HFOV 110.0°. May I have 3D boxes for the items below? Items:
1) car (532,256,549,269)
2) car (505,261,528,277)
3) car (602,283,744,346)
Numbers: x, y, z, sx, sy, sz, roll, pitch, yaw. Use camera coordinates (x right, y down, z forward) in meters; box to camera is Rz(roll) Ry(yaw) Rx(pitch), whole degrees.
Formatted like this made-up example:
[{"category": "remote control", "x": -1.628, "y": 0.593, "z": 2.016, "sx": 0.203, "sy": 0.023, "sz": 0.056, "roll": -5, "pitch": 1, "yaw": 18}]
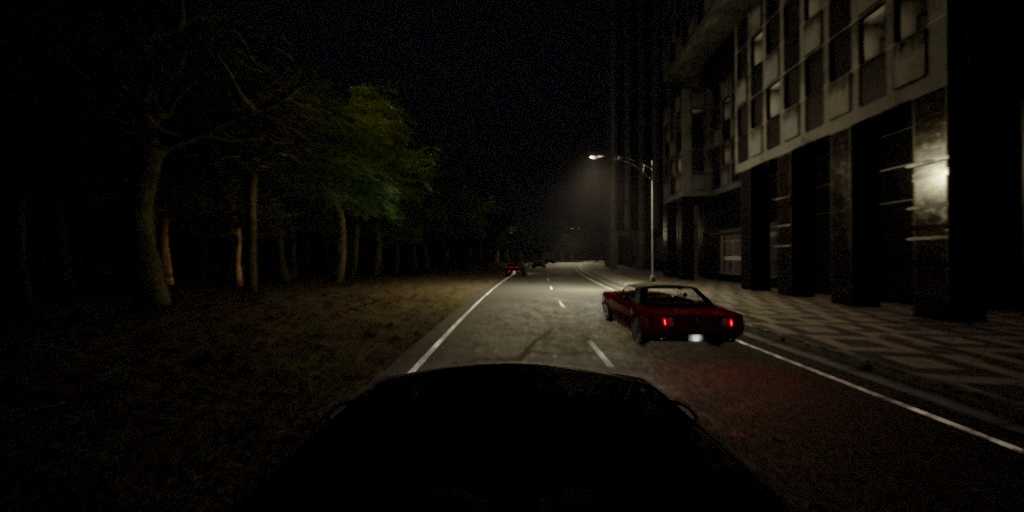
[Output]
[{"category": "car", "x": 3.993, "y": 1.106, "z": 53.244, "sx": 2.033, "sy": 1.411, "sz": 5.357, "roll": 0, "pitch": 0, "yaw": 9}, {"category": "car", "x": 0.440, "y": 1.169, "z": 34.526, "sx": 1.837, "sy": 1.490, "sz": 4.892, "roll": 0, "pitch": 0, "yaw": 6}, {"category": "car", "x": 3.734, "y": 1.349, "z": 9.396, "sx": 1.895, "sy": 1.301, "sz": 4.718, "roll": 0, "pitch": 0, "yaw": 1}]
